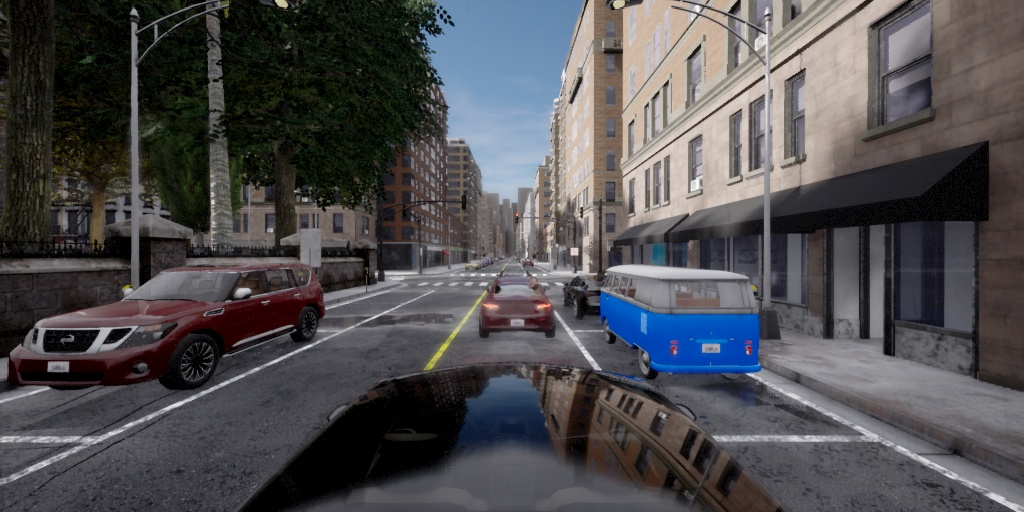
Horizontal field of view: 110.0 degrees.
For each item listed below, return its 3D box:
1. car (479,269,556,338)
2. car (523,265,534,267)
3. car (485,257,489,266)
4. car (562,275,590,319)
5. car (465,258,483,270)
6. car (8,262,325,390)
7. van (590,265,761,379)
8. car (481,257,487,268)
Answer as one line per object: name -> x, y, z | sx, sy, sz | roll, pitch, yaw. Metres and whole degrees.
car -> 0.127, 1.274, 10.048 | 1.812, 1.442, 4.674 | 0, 0, 0
car -> 0.121, 1.345, 18.870 | 1.895, 1.301, 4.718 | 0, 0, -1
car -> -5.510, 1.265, 61.579 | 1.888, 1.381, 4.507 | 0, 0, 0
car -> 2.886, 1.313, 12.667 | 1.948, 1.339, 4.313 | 0, 0, 0
car -> -5.539, 1.248, 50.508 | 1.751, 1.417, 4.829 | 0, 0, 0
car -> -5.654, 1.064, 6.989 | 2.192, 1.841, 5.009 | 0, 0, 0
van -> 2.870, 1.090, 7.006 | 1.690, 1.789, 3.998 | 0, 0, 0
car -> -5.524, 1.272, 56.128 | 2.007, 1.370, 4.403 | 0, 0, 0
